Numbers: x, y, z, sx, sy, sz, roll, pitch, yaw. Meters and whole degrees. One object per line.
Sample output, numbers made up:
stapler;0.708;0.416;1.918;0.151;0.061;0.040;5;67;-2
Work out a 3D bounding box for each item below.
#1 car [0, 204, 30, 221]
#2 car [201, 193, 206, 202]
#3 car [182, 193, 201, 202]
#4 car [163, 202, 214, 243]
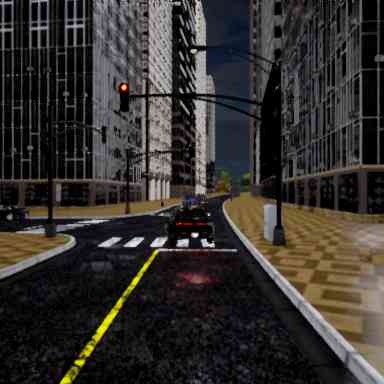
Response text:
car;-16.433;1.757;29.003;4.403;1.369;2.008;-1;1;10
car;1.651;1.051;66.564;2.097;1.767;4.553;0;0;8
car;-0.303;1.138;50.763;2.097;1.767;4.553;0;0;6
car;-0.225;1.449;15.723;1.837;1.490;4.892;1;0;-8
